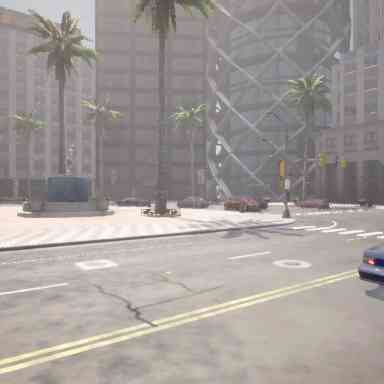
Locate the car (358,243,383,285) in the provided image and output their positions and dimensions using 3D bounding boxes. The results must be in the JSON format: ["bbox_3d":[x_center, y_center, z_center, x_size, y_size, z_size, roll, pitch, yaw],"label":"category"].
[{"bbox_3d":[6.251,1.547,8.230,5.357,1.411,2.033,0,0,-35],"label":"car"}]

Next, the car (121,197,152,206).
[{"bbox_3d":[-8.962,1.526,54.099,4.674,1.442,1.812,0,0,15],"label":"car"}]

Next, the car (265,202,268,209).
[{"bbox_3d":[7.585,1.478,43.233,1.882,1.535,5.008,0,0,-41],"label":"car"}]

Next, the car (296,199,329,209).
[{"bbox_3d":[16.069,1.564,44.338,1.994,1.385,4.181,0,0,-36],"label":"car"}]

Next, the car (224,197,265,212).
[{"bbox_3d":[5.940,1.352,39.669,2.097,1.767,4.553,0,0,-39],"label":"car"}]

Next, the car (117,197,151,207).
[{"bbox_3d":[-8.953,1.601,50.553,4.718,1.301,1.895,0,0,16],"label":"car"}]

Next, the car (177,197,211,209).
[{"bbox_3d":[-0.065,1.564,45.852,4.181,1.385,1.994,0,0,35],"label":"car"}]
